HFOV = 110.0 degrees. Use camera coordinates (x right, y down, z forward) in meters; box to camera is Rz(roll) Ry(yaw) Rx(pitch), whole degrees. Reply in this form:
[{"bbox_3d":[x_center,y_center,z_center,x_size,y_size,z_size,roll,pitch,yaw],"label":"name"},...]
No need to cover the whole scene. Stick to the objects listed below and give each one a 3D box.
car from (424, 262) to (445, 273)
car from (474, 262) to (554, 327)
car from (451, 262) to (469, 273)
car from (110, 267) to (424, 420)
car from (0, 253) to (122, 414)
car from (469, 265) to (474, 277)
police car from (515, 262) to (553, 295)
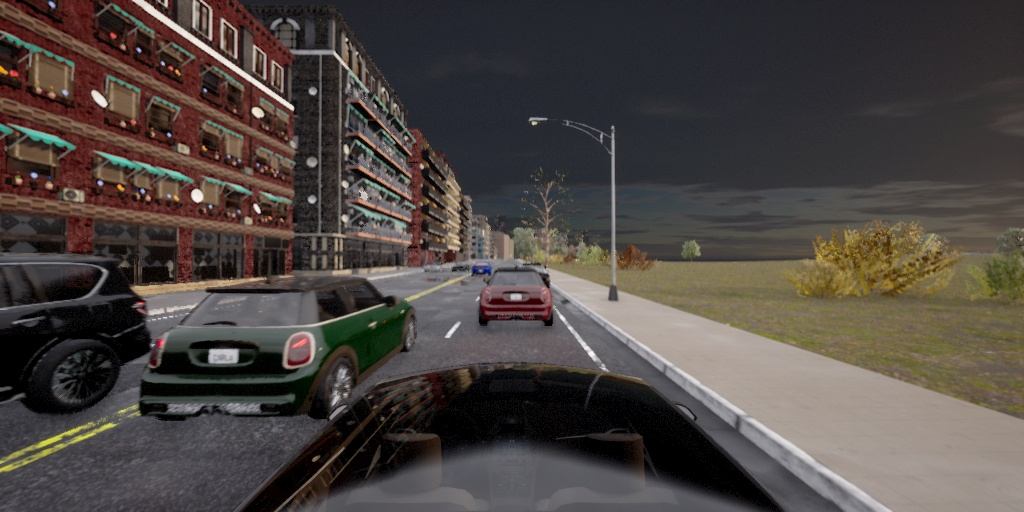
[{"bbox_3d":[-9.766,1.464,45.154,1.895,1.301,4.718,0,0,0],"label":"car"},{"bbox_3d":[0.116,1.129,11.739,2.097,1.767,4.553,0,0,0],"label":"car"},{"bbox_3d":[-6.516,1.465,45.566,1.895,1.301,4.718,0,0,0],"label":"car"},{"bbox_3d":[-3.141,1.115,6.034,2.097,1.767,4.553,0,0,0],"label":"car"},{"bbox_3d":[-6.596,0.975,3.114,2.150,2.045,5.566,0,0,0],"label":"car"},{"bbox_3d":[-3.082,1.323,37.872,1.882,1.535,5.008,0,0,0],"label":"car"},{"bbox_3d":[1.175,1.229,21.402,1.930,1.638,5.238,0,0,0],"label":"police car"}]
